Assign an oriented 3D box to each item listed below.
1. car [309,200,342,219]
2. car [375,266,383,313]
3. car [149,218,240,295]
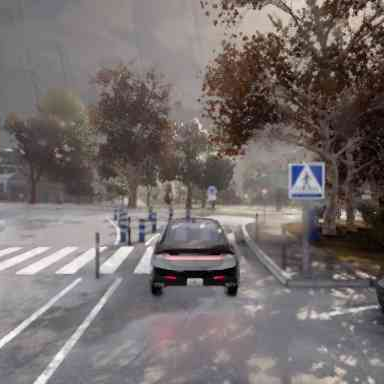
[{"bbox_3d":[13.259,1.720,33.516,4.553,1.767,2.097,2,-1,-41],"label":"car"},{"bbox_3d":[5.313,1.440,5.455,4.892,1.521,2.231,1,0,-21],"label":"car"},{"bbox_3d":[0.041,1.409,8.501,2.128,1.511,4.902,0,1,0],"label":"car"}]
